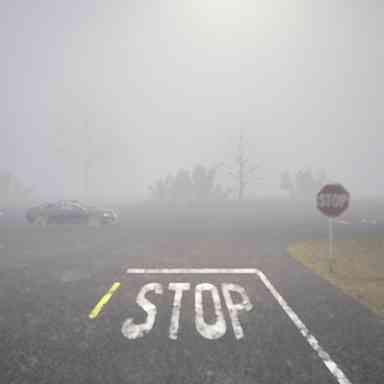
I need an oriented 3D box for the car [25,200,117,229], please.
[{"bbox_3d":[-6.751,1.218,18.779,4.902,1.511,2.128,0,1,-1],"label":"car"}]
